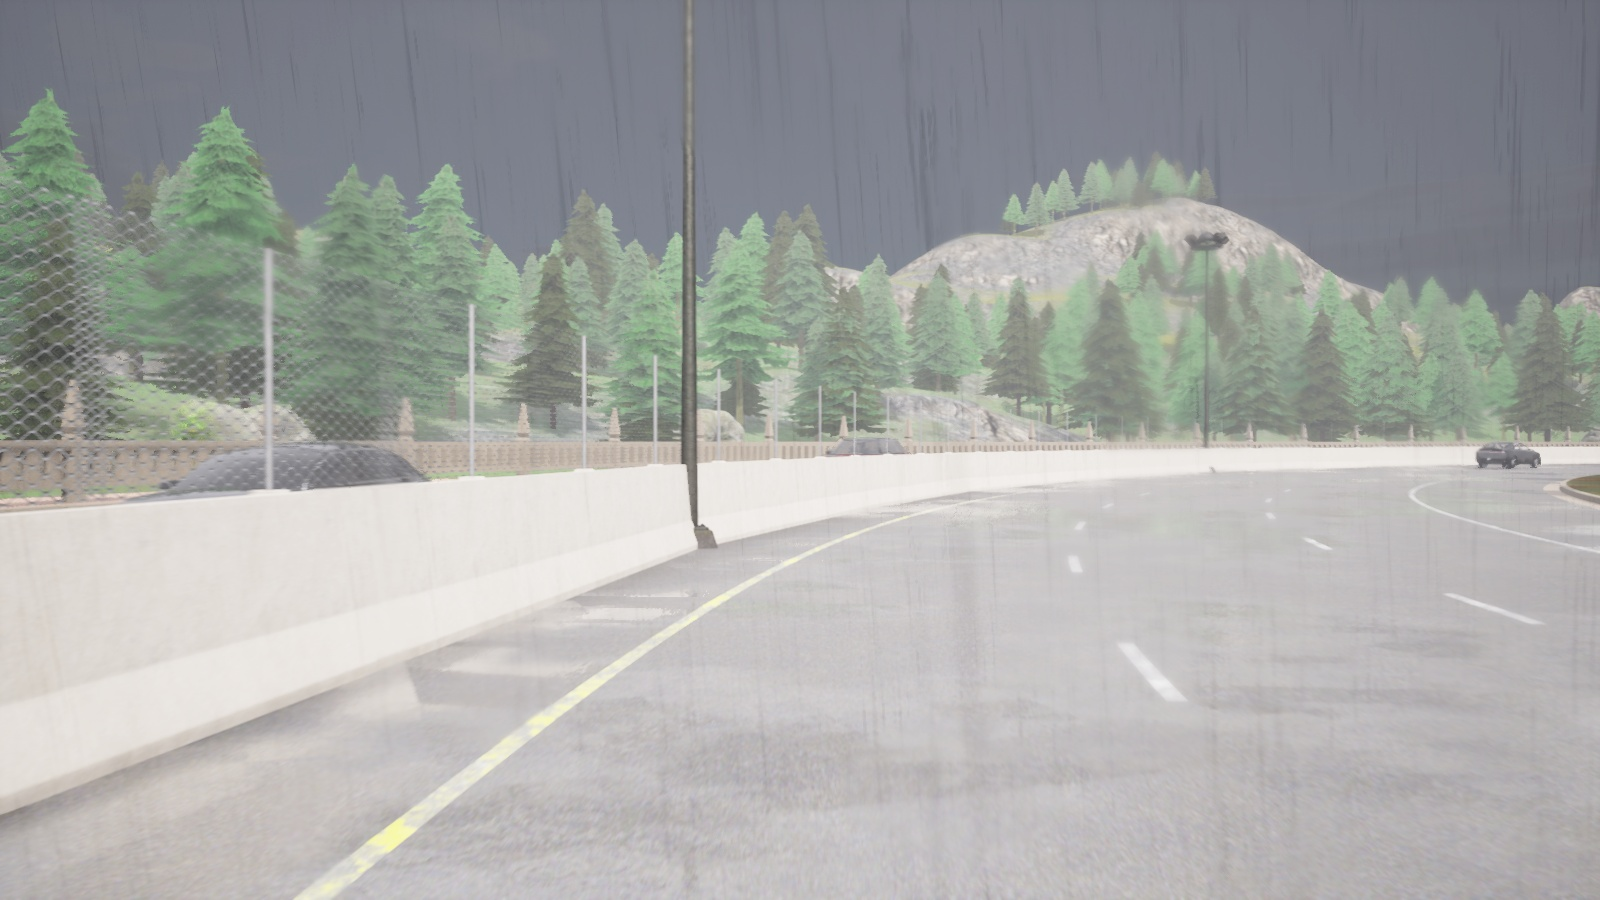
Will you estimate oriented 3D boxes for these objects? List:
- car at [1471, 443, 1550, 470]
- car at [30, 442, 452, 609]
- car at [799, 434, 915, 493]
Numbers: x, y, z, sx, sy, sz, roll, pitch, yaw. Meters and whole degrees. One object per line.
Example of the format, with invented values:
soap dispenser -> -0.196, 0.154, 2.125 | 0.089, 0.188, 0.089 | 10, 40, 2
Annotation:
car -> 40.554, 0.337, 71.653 | 4.902, 1.511, 2.128 | 0, 0, -37
car -> -5.769, 0.668, 13.807 | 1.837, 1.490, 4.892 | 0, 0, 9
car -> 1.877, 0.384, 39.549 | 2.097, 1.767, 4.553 | 0, 0, 24
